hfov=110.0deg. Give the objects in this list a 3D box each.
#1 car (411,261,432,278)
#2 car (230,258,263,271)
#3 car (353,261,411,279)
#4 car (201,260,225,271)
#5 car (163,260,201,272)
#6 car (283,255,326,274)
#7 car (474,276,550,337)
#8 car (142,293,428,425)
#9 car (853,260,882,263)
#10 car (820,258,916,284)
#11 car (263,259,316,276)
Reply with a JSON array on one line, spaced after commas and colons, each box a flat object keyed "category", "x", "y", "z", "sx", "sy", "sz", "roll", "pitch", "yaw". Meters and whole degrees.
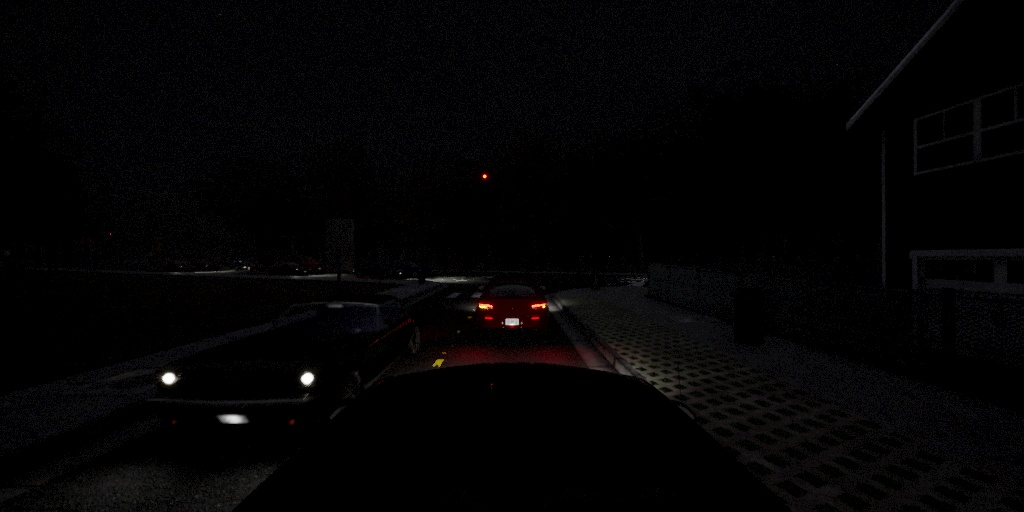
[{"category": "car", "x": -10.062, "y": 1.232, "z": 34.724, "sx": 5.008, "sy": 1.535, "sz": 1.882, "roll": 0, "pitch": 0, "yaw": 25}, {"category": "car", "x": -36.423, "y": 1.356, "z": 49.801, "sx": 4.181, "sy": 1.385, "sz": 1.994, "roll": 0, "pitch": 0, "yaw": 24}, {"category": "car", "x": -11.902, "y": 1.236, "z": 31.982, "sx": 4.902, "sy": 1.511, "sz": 2.128, "roll": 0, "pitch": 0, "yaw": 23}, {"category": "car", "x": -41.692, "y": 1.262, "z": 48.475, "sx": 5.008, "sy": 1.535, "sz": 1.882, "roll": 0, "pitch": 0, "yaw": 23}, {"category": "car", "x": -41.709, "y": 1.296, "z": 44.930, "sx": 4.674, "sy": 1.442, "sz": 1.812, "roll": 0, "pitch": 0, "yaw": 24}, {"category": "car", "x": -23.722, "y": 0.983, "z": 40.620, "sx": 5.566, "sy": 2.045, "sz": 2.150, "roll": 1, "pitch": 0, "yaw": 23}, {"category": "car", "x": 0.006, "y": 1.276, "z": 10.166, "sx": 1.812, "sy": 1.442, "sz": 4.674, "roll": 0, "pitch": 0, "yaw": 0}, {"category": "car", "x": -2.832, "y": 1.351, "z": 5.855, "sx": 1.895, "sy": 1.301, "sz": 4.718, "roll": 0, "pitch": 0, "yaw": 0}, {"category": "car", "x": 24.436, "y": 1.176, "z": 23.604, "sx": 5.008, "sy": 1.535, "sz": 1.882, "roll": 0, "pitch": 0, "yaw": 23}, {"category": "car", "x": 26.029, "y": 1.061, "z": 26.457, "sx": 4.553, "sy": 1.767, "sz": 2.097, "roll": 0, "pitch": 0, "yaw": 23}, {"category": "car", "x": -22.745, "y": 1.283, "z": 36.659, "sx": 4.674, "sy": 1.442, "sz": 1.812, "roll": 0, "pitch": 0, "yaw": 23}]
